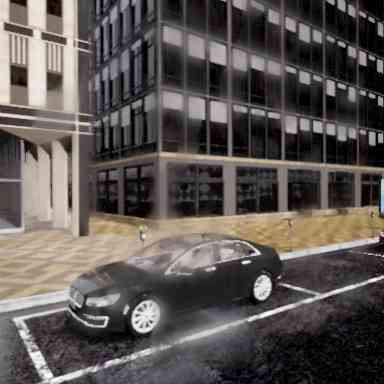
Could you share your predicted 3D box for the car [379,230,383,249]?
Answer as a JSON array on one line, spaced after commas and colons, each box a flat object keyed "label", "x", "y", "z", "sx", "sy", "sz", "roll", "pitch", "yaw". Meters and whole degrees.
[{"label": "car", "x": 8.954, "y": 1.518, "z": 12.948, "sx": 4.206, "sy": 1.307, "sz": 1.802, "roll": 0, "pitch": 0, "yaw": -35}]

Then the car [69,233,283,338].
[{"label": "car", "x": -0.085, "y": 1.535, "z": 6.501, "sx": 4.403, "sy": 1.369, "sz": 2.008, "roll": 0, "pitch": 0, "yaw": -35}]
